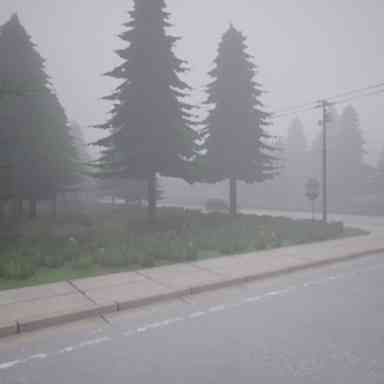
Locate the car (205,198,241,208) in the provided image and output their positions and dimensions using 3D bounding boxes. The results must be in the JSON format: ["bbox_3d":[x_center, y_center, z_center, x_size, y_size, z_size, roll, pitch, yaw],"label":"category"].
[{"bbox_3d":[3.338,1.387,36.152,1.837,1.490,4.892,0,0,-34],"label":"car"}]
